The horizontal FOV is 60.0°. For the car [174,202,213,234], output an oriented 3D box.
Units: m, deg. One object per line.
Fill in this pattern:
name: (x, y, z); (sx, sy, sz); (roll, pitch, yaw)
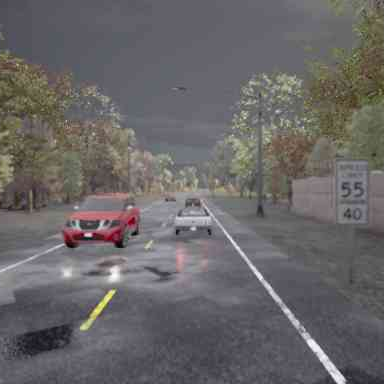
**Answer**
car: (0.076, 1.456, 18.141); (1.895, 1.301, 4.718); (-1, 1, 0)

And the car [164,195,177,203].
car: (-3.548, 1.113, 55.593); (1.895, 1.301, 4.718); (0, 1, 1)

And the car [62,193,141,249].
car: (-3.600, 1.107, 14.361); (2.150, 2.045, 5.566); (0, 1, 0)

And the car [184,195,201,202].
car: (0.105, 1.156, 41.268); (1.837, 1.490, 4.892); (0, 0, 0)
